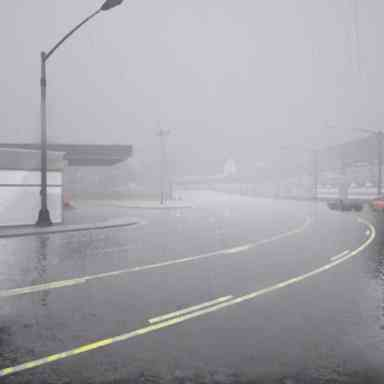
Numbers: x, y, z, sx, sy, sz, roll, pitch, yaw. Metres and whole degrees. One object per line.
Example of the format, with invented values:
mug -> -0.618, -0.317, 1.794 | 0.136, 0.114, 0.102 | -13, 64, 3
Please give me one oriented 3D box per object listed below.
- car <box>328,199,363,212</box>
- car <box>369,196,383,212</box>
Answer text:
car -> 15.936, 1.416, 34.920 | 1.895, 1.301, 4.718 | 0, 0, 2
car -> 19.133, 1.165, 32.370 | 2.097, 1.767, 4.553 | 0, 0, 7
